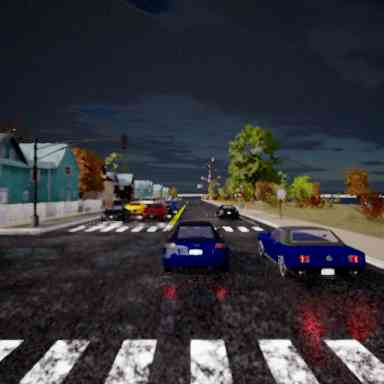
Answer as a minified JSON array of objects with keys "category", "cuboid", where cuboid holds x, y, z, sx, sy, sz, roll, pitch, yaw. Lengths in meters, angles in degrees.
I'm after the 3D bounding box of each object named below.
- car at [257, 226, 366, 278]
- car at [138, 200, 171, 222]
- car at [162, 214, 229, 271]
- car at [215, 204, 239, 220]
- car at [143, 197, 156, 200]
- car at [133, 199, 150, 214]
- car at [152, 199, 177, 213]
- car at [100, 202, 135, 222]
[{"category":"car","cuboid":[3.358,1.702,10.424,1.895,1.301,4.718,0,-1,0]},{"category":"car","cuboid":[-3.314,1.780,30.115,1.882,1.535,5.008,0,-1,1]},{"category":"car","cuboid":[0.107,1.674,11.302,1.994,1.385,4.181,0,-1,0]},{"category":"car","cuboid":[3.372,1.886,32.242,1.994,1.385,4.181,0,-1,0]},{"category":"car","cuboid":[-6.465,1.734,49.873,2.150,2.045,5.566,0,-1,0]},{"category":"car","cuboid":[-6.545,1.877,39.238,1.882,1.535,5.008,0,-1,0]},{"category":"car","cuboid":[-3.294,1.898,40.033,2.128,1.511,4.902,0,-1,0]},{"category":"car","cuboid":[-6.570,1.856,29.000,1.994,1.385,4.181,0,-1,0]}]
